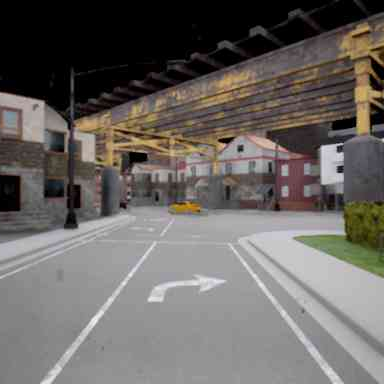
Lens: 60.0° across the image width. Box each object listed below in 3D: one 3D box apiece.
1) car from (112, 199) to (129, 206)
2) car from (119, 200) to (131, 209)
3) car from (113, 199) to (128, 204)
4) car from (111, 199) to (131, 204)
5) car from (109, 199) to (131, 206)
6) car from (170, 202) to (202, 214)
[{"bbox_3d":[-17.508,2.483,81.733,2.038,1.542,4.974,0,-1,15],"label":"car"},{"bbox_3d":[-13.140,2.225,57.071,1.837,1.490,4.892,1,-1,-45],"label":"car"},{"bbox_3d":[-17.494,2.326,81.785,1.853,1.218,4.536,0,-1,15],"label":"car"},{"bbox_3d":[-16.780,2.280,78.079,4.536,1.218,1.853,0,-1,-15],"label":"car"},{"bbox_3d":[-16.831,2.437,78.064,4.974,1.542,2.038,0,-1,-15],"label":"car"},{"bbox_3d":[-0.905,2.042,44.690,1.882,1.535,5.008,1,-1,-45],"label":"car"}]
